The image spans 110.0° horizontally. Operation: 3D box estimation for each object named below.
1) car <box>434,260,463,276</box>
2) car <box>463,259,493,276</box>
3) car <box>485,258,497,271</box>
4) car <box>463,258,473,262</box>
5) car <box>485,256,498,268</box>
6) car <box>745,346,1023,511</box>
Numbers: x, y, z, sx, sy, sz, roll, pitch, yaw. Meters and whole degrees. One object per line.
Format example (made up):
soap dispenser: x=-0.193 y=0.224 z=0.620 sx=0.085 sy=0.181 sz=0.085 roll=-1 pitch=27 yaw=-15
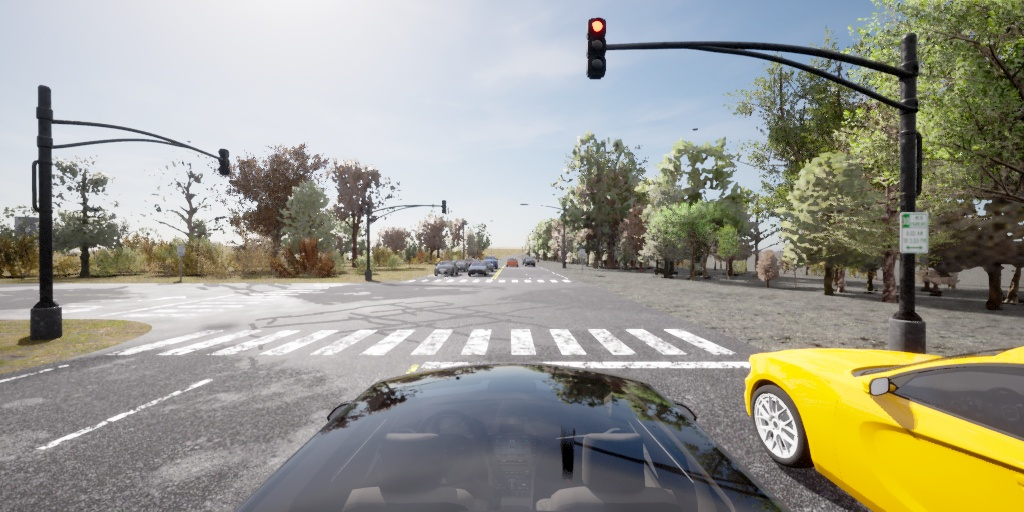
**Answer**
car: x=-6.600 y=1.241 z=36.443 sx=2.128 sy=1.511 sz=4.902 roll=0 pitch=0 yaw=0
car: x=-3.352 y=1.297 z=36.666 sx=2.033 sy=1.411 sz=5.357 roll=0 pitch=0 yaw=0
car: x=-3.349 y=1.314 z=45.901 sx=1.994 sy=1.385 sz=4.181 roll=0 pitch=0 yaw=0
car: x=-6.599 y=1.241 z=45.730 sx=2.128 sy=1.511 sz=4.902 roll=0 pitch=0 yaw=0
car: x=-3.344 y=0.973 z=56.271 sx=2.150 sy=2.045 sz=5.566 roll=0 pitch=0 yaw=0
car: x=3.363 y=1.195 z=1.727 sx=1.882 sy=1.535 sz=5.008 roll=0 pitch=1 yaw=0
